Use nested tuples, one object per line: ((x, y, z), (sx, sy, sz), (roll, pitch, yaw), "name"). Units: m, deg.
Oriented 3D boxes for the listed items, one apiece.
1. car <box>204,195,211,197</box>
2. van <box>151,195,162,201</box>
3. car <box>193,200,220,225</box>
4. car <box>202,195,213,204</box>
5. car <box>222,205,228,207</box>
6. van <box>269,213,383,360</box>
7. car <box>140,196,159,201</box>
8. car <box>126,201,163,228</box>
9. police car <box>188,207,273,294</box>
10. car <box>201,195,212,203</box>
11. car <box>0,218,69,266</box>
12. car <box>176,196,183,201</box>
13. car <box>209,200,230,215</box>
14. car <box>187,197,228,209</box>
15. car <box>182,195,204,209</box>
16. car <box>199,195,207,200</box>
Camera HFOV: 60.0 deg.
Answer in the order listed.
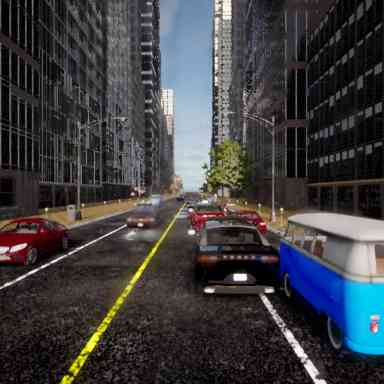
((2.842, 1.544, 45.653), (2.008, 1.369, 4.403), (0, 0, 0), "car")
((-5.520, 1.328, 51.377), (1.690, 1.788, 3.998), (0, 0, 0), "van")
((0.983, 1.455, 25.021), (1.801, 1.575, 5.366), (0, 0, 0), "car")
((2.899, 1.410, 62.730), (1.967, 1.590, 4.097), (0, 0, 0), "car")
((2.747, 1.581, 17.190), (1.802, 1.307, 4.206), (0, 0, 0), "car")
((2.709, 1.341, 5.807), (1.690, 1.788, 3.998), (0, 0, 0), "van")
((-5.558, 1.548, 39.992), (2.008, 1.369, 4.403), (0, 0, 0), "car")
((-3.028, 1.547, 22.236), (2.033, 1.411, 5.357), (0, 0, 0), "car")
((0.929, 1.425, 8.941), (1.930, 1.638, 5.238), (0, 0, 0), "police car")
((2.918, 1.401, 68.422), (1.967, 1.590, 4.097), (0, 0, 0), "car")
((-5.653, 1.582, 11.529), (1.802, 1.307, 4.206), (0, 0, 0), "car")
((-2.738, 1.543, 79.409), (1.895, 1.301, 4.718), (0, 0, 0), "car")
((2.804, 1.581, 34.268), (1.802, 1.307, 4.206), (0, 0, 0), "car")
((0.912, 1.351, 18.794), (2.097, 1.767, 4.553), (0, 0, 0), "car")
((0.160, 1.485, 45.729), (2.128, 1.511, 4.902), (0, 0, 0), "car")
((2.994, 1.462, 91.193), (1.887, 1.381, 4.507), (0, 0, 0), "car")
